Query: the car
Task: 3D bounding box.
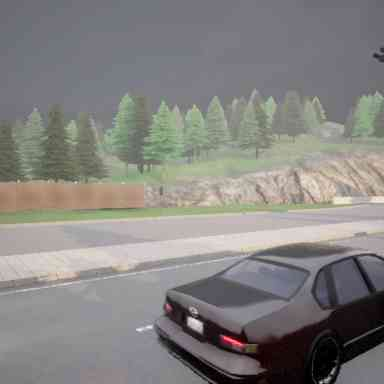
[{"bbox_3d":[2.070,1.547,5.222,5.357,1.411,2.033,0,0,-35],"label":"car"}]
